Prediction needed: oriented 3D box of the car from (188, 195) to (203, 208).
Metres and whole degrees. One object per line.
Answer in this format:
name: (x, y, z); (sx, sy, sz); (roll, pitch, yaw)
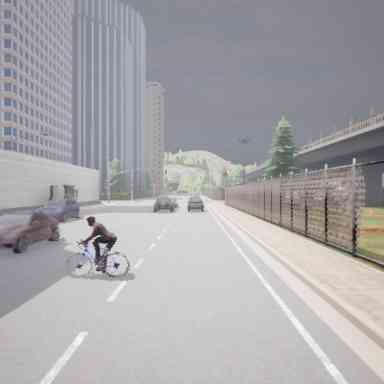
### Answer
car: (0.517, 1.352, 49.419); (2.097, 1.767, 4.553); (0, 0, 1)

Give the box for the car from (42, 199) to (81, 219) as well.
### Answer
car: (-10.368, 1.352, 25.908); (2.097, 1.767, 4.553); (0, 0, 1)

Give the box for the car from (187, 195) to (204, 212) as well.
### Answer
car: (0.431, 1.491, 39.121); (2.128, 1.511, 4.902); (0, 0, 0)

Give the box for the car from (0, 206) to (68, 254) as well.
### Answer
car: (-6.981, 1.526, 13.551); (1.812, 1.442, 4.674); (0, 0, 1)

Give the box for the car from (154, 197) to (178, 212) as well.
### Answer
car: (-3.102, 1.352, 38.173); (2.097, 1.767, 4.553); (0, 0, 1)

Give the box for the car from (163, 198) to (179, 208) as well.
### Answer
car: (-3.039, 1.601, 48.256); (1.895, 1.301, 4.718); (0, 0, 1)

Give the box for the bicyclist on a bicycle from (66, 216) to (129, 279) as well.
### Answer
bicyclist on a bicycle: (-2.449, 1.453, 8.632); (1.656, 1.620, 0.582); (-1, 0, 0)
